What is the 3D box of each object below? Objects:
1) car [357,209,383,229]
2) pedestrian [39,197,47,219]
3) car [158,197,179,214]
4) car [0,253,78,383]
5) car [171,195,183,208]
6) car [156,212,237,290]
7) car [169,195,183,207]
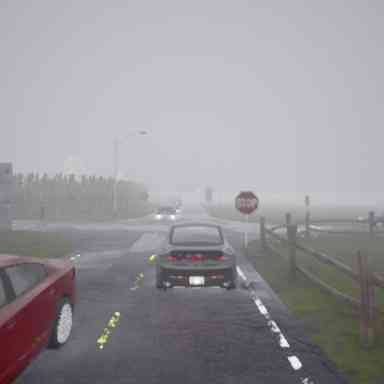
[{"bbox_3d":[14.627,1.911,24.133,4.902,1.511,2.128,1,-1,0],"label":"car"},{"bbox_3d":[-12.181,1.271,27.062,0.375,1.860,0.375,0,-2,0],"label":"pedestrian"},{"bbox_3d":[-2.864,1.669,38.549,1.882,1.535,5.008,0,0,0],"label":"car"},{"bbox_3d":[-2.815,1.495,3.474,1.882,1.535,5.008,0,0,0],"label":"car"},{"bbox_3d":[-2.861,1.595,48.835,2.097,1.767,4.553,0,0,0],"label":"car"},{"bbox_3d":[0.098,1.553,9.215,1.837,1.490,4.892,0,0,0],"label":"car"},{"bbox_3d":[-2.853,1.517,59.501,2.150,2.045,5.566,0,0,1],"label":"car"}]
